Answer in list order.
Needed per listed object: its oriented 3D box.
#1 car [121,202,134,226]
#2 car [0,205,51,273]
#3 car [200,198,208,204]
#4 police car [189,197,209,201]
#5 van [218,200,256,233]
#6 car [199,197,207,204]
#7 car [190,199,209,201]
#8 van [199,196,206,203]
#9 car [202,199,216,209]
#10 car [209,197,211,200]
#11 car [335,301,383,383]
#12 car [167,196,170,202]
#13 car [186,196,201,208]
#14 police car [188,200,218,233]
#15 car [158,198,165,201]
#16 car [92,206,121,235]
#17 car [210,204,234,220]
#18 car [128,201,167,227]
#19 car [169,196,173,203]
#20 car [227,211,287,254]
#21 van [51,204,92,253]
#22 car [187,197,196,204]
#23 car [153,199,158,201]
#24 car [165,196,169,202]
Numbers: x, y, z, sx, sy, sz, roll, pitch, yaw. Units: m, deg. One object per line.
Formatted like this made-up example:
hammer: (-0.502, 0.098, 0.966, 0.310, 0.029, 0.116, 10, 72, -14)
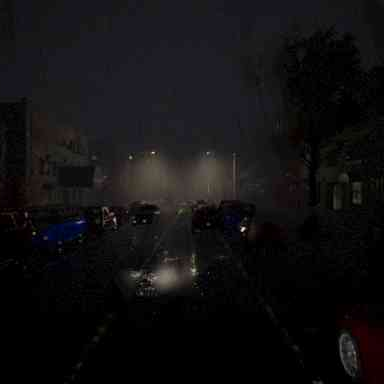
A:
car: (-5.697, 1.701, 24.822, 1.887, 1.381, 4.507, -1, 0, 0)
car: (-5.697, 1.367, 8.178, 2.192, 1.841, 5.009, -1, 0, 0)
car: (2.677, 2.048, 74.759, 1.802, 1.307, 4.206, -1, 0, 0)
police car: (0.894, 1.655, 36.665, 1.930, 1.638, 5.238, 0, 0, 0)
van: (2.682, 1.463, 19.278, 1.690, 1.788, 3.998, -1, 0, 0)
car: (2.676, 2.026, 80.477, 1.752, 1.417, 4.829, -1, 0, 0)
car: (0.895, 1.697, 30.554, 1.837, 1.490, 4.892, 0, 0, 0)
van: (2.673, 1.875, 85.857, 1.690, 1.788, 3.998, -1, 0, 0)
car: (2.680, 1.895, 52.566, 1.947, 1.339, 4.313, -1, 0, 0)
car: (2.682, 1.472, 24.826, 2.192, 1.841, 5.009, -1, 0, 0)
car: (2.687, 1.600, 2.632, 1.802, 1.307, 4.206, -1, 0, 0)
car: (-5.702, 1.979, 63.659, 1.802, 1.307, 4.206, -1, 0, 0)
car: (-0.009, 1.836, 55.149, 2.128, 1.511, 4.902, 0, 0, 0)
police car: (0.897, 1.556, 20.665, 1.930, 1.638, 5.238, 0, 0, 0)
car: (-5.700, 1.910, 52.562, 1.802, 1.307, 4.206, -1, 0, 0)
car: (-5.697, 1.562, 19.274, 1.967, 1.590, 4.097, -1, 0, 0)
car: (2.683, 1.773, 30.373, 1.802, 1.307, 4.206, -1, 0, 0)
car: (-3.103, 1.657, 24.132, 1.837, 1.490, 4.892, 0, 0, 0)
car: (-5.707, 1.815, 80.305, 2.192, 1.841, 5.009, -1, 0, 0)
car: (2.685, 1.669, 13.728, 1.802, 1.307, 4.206, -1, 0, 0)
van: (-5.698, 1.428, 13.726, 1.690, 1.788, 3.998, -1, 0, 0)
car: (-0.011, 1.774, 72.173, 1.882, 1.535, 5.008, 0, 0, 0)
car: (-5.699, 1.804, 41.467, 1.887, 1.381, 4.507, -1, 0, 0)
car: (-5.702, 1.914, 58.111, 2.008, 1.369, 4.403, -1, 0, 0)
